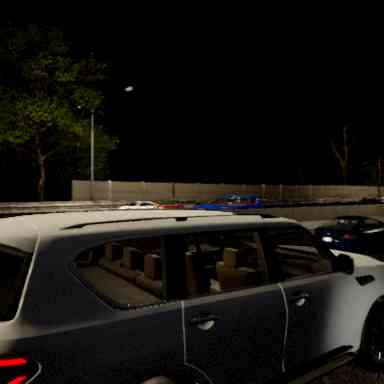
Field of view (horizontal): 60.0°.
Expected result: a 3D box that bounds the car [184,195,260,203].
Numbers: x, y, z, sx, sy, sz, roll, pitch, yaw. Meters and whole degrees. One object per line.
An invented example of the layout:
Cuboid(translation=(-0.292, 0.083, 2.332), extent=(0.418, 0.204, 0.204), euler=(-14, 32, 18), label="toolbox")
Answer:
Cuboid(translation=(2.542, 1.252, 22.995), extent=(5.566, 2.045, 2.150), euler=(0, 0, -35), label="car")

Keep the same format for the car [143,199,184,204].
Cuboid(translation=(-1.505, 1.385, 28.705), extent=(4.553, 1.767, 2.097), euler=(0, 0, -35), label="car")

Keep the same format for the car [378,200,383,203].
Cuboid(translation=(31.742, 1.749, 52.318), extent=(4.718, 1.301, 1.895), euler=(0, 0, -35), label="car")

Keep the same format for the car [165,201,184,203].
Cuboid(translation=(0.175, 1.594, 25.605), extent=(4.181, 1.385, 1.994), euler=(0, 0, -35), label="car")

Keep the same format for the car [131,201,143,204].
Cuboid(translation=(-4.766, 1.553, 30.099), extent=(4.674, 1.442, 1.812), euler=(0, 0, -38), label="car")

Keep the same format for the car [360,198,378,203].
Cuboid(translation=(29.337, 1.709, 54.907), extent=(4.181, 1.385, 1.994), euler=(0, 0, -35), label="car")

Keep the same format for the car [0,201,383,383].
Cuboid(translation=(0.346, 1.226, 4.001), extent=(5.566, 2.045, 2.150), euler=(0, 0, -35), label="car")
